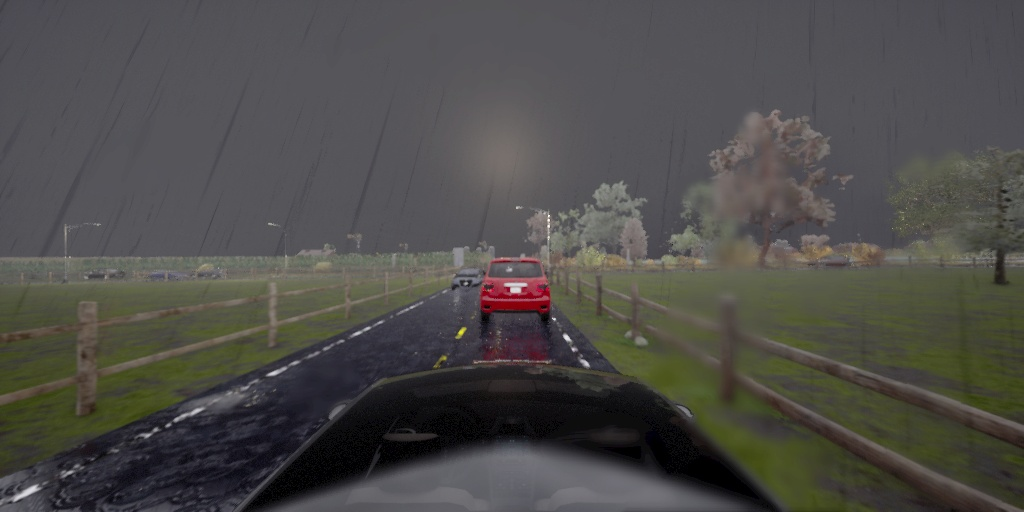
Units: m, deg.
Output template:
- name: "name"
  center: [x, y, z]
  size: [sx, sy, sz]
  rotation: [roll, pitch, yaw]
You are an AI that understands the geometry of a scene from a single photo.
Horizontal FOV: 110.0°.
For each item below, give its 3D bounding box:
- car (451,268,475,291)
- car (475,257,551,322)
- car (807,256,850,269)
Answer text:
- name: "car"
  center: [-2.820, 1.510, 23.914]
  size: [1.994, 1.385, 4.181]
  rotation: [0, -1, 0]
- name: "car"
  center: [0.106, 1.072, 12.837]
  size: [2.150, 2.045, 5.566]
  rotation: [0, 0, 0]
- name: "car"
  center: [42.760, 0.765, 48.559]
  size: [4.553, 1.767, 2.097]
  rotation: [-1, 0, 2]
